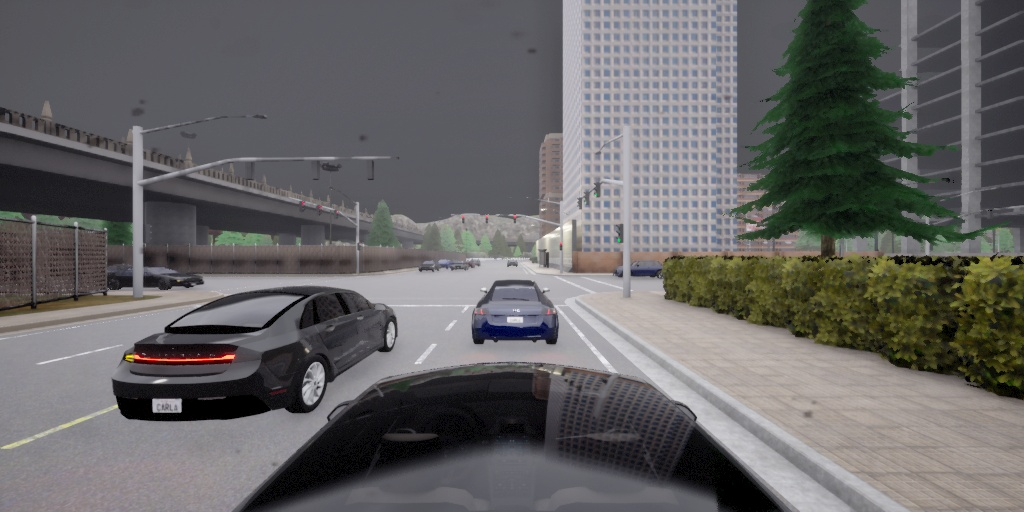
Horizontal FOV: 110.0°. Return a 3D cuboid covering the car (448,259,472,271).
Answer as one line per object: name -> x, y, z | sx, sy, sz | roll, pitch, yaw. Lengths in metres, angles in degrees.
car -> -7.095, 1.314, 49.184 | 1.994, 1.385, 4.181 | 0, 0, 0

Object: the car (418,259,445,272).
car -> -10.602, 1.297, 46.431 | 2.033, 1.411, 5.357 | 0, 0, 0

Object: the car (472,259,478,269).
car -> -7.094, 1.351, 57.938 | 1.895, 1.301, 4.718 | 0, 0, 0

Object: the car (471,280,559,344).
car -> 0.077, 1.314, 9.564 | 1.994, 1.385, 4.181 | 0, 0, 0

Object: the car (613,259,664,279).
car -> 11.637, 1.157, 32.856 | 4.553, 1.767, 2.097 | 0, 0, 0

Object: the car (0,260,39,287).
car -> -32.847, 1.027, 22.054 | 5.566, 2.045, 2.150 | 0, 0, 0

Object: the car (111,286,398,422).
car -> -3.441, 1.255, 6.020 | 1.837, 1.490, 4.892 | 0, 0, 0

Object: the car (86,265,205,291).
car -> -22.189, 1.353, 22.050 | 5.357, 1.411, 2.033 | 0, 0, 1

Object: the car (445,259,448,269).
car -> -10.599, 1.227, 55.881 | 1.882, 1.535, 5.008 | 0, 0, 0

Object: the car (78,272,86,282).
car -> -32.303, 1.406, 29.255 | 4.718, 1.301, 1.895 | 0, 0, 0
